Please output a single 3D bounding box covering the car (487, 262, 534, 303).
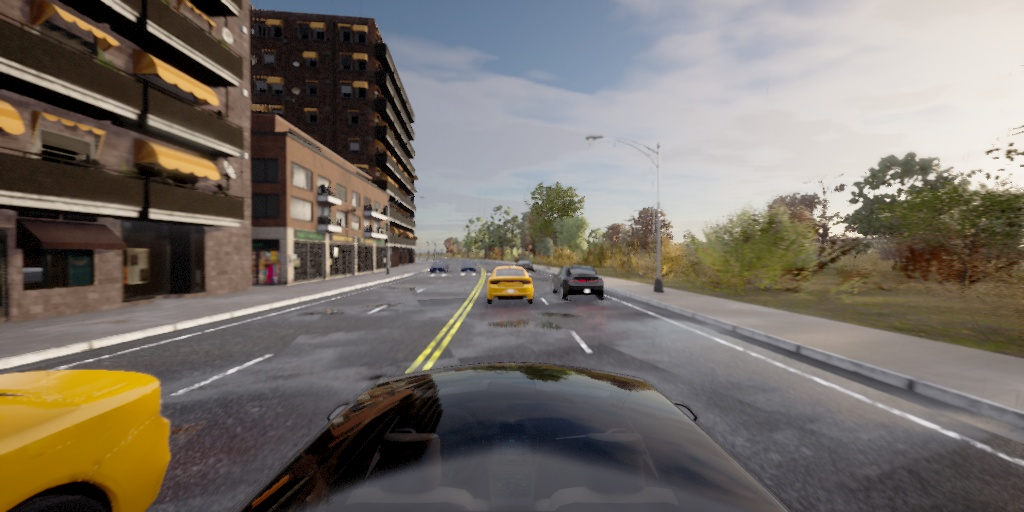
[{"bbox_3d":[-0.133,1.207,16.445,1.882,1.535,5.008,0,0,-2],"label":"car"}]

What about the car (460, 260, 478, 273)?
[{"bbox_3d":[-5.071,1.240,42.687,2.033,1.411,5.357,0,0,-4],"label":"car"}]

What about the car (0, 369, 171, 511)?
[{"bbox_3d":[-3.369,1.240,0.406,1.882,1.535,5.008,0,0,0],"label":"car"}]

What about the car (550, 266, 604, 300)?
[{"bbox_3d":[3.075,1.221,17.451,1.837,1.490,4.892,0,0,-2],"label":"car"}]

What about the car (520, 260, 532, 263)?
[{"bbox_3d":[1.515,1.191,43.746,1.812,1.442,4.674,0,0,-5],"label":"car"}]

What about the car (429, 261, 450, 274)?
[{"bbox_3d":[-8.196,1.255,41.044,2.033,1.411,5.357,0,0,-4],"label":"car"}]
